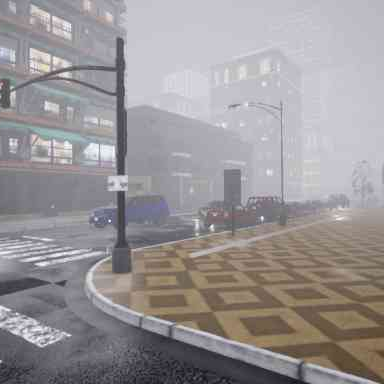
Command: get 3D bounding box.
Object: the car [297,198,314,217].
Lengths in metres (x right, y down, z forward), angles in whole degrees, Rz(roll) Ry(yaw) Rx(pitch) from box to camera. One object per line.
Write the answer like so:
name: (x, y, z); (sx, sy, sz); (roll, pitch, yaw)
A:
car: (9.120, 1.471, 29.760); (1.802, 1.307, 4.206); (-1, 0, 36)

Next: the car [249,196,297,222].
car: (5.798, 1.216, 25.259); (2.192, 1.841, 5.009); (-1, 0, 36)

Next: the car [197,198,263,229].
car: (2.481, 1.353, 20.757); (1.967, 1.590, 4.097); (-1, 0, 36)

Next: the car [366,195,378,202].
car: (35.670, 1.334, 65.776); (1.887, 1.381, 4.507); (-1, 0, 36)

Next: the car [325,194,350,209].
car: (19.074, 1.167, 43.267); (2.192, 1.841, 5.009); (-1, 0, 36)

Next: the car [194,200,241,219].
car: (2.367, 1.470, 29.723); (1.837, 1.490, 4.892); (-1, 0, 37)

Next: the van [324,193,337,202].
van: (29.326, 1.229, 70.452); (1.690, 1.788, 3.998); (-1, 0, 36)

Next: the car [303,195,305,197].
car: (22.589, 1.439, 61.311); (1.752, 1.417, 4.829); (-1, 0, 36)

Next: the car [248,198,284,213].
car: (8.593, 1.490, 38.156); (2.033, 1.411, 5.357); (-1, 0, 37)

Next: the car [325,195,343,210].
car: (15.757, 1.415, 38.764); (2.008, 1.369, 4.403); (-1, 0, 36)

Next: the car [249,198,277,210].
car: (9.314, 1.489, 43.303); (1.752, 1.417, 4.829); (-1, 0, 36)

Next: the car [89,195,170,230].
car: (-3.816, 1.209, 21.306); (2.150, 2.045, 5.566); (-1, 0, 38)

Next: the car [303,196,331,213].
car: (12.438, 1.421, 34.262); (1.887, 1.381, 4.507); (-1, 0, 36)
